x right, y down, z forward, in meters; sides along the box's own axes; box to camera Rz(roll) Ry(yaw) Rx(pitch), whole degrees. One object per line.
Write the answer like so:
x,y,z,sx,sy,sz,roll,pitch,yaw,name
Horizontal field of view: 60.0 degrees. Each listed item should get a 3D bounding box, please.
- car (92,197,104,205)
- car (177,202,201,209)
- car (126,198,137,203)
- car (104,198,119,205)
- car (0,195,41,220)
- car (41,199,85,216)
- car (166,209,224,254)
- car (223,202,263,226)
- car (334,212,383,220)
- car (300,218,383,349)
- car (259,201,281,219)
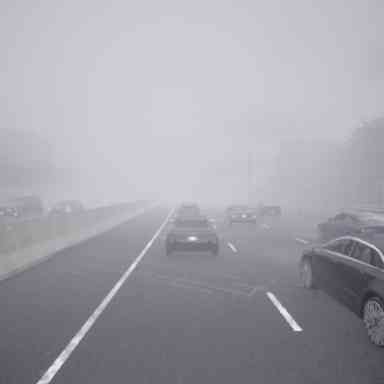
-19.637,1.899,69.996,1.882,1.535,5.008,0,-1,-3,car
-0.283,1.563,28.844,2.128,1.511,4.902,0,0,-1,car
-12.651,1.972,70.440,1.994,1.385,4.181,0,-1,-3,car
-16.013,1.925,67.992,1.812,1.442,4.674,0,-1,-3,car
-14.459,1.297,27.963,2.150,2.045,5.566,0,-1,-1,car
-10.989,1.427,29.192,2.097,1.767,4.553,0,0,-1,car
-0.003,1.595,13.594,1.994,1.385,4.181,0,0,-1,car
3.333,1.605,23.922,2.033,1.411,5.357,0,0,-1,car
6.992,1.557,14.187,1.812,1.442,4.674,0,0,-1,car
3.555,1.503,6.213,2.128,1.511,4.902,0,0,0,car
6.679,1.552,30.430,1.882,1.535,5.008,0,0,-1,car
